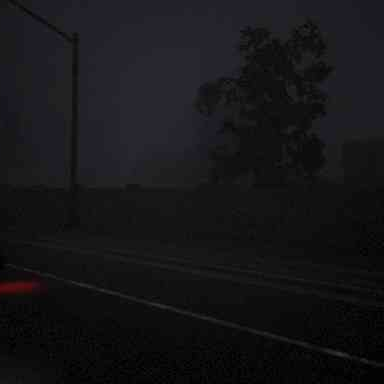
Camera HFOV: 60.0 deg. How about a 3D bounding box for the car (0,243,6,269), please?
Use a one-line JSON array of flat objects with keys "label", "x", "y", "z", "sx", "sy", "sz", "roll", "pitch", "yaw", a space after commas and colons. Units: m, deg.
[{"label": "car", "x": -7.200, "y": 1.481, "z": 9.136, "sx": 5.357, "sy": 1.411, "sz": 2.033, "roll": 0, "pitch": 0, "yaw": 36}]
